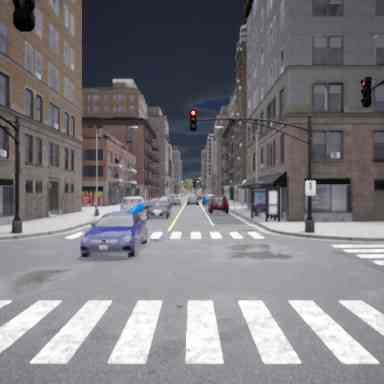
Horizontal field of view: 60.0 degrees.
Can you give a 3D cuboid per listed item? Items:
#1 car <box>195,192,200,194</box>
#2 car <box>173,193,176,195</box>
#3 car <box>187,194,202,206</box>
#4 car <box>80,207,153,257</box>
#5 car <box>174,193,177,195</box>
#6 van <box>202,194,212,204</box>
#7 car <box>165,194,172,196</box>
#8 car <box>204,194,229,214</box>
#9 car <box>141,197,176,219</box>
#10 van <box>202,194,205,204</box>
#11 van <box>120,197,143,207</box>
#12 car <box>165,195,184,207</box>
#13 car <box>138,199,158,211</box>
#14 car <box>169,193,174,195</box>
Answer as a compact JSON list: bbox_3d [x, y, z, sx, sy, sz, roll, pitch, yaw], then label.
[{"bbox_3d":[2.439,1.303,84.926,2.097,1.767,4.553,0,0,0],"label":"car"},{"bbox_3d":[-5.244,1.523,73.270,1.947,1.339,4.313,0,0,0],"label":"car"},{"bbox_3d":[0.171,1.533,55.527,1.994,1.385,4.181,0,0,1],"label":"car"},{"bbox_3d":[-2.831,1.522,13.000,1.812,1.442,4.674,0,0,0],"label":"car"},{"bbox_3d":[-5.232,1.269,78.676,2.192,1.841,5.009,0,0,0],"label":"car"},{"bbox_3d":[2.809,1.306,62.442,1.690,1.788,3.998,0,0,0],"label":"van"},{"bbox_3d":[-5.270,1.490,62.289,1.752,1.417,4.829,0,0,0],"label":"car"},{"bbox_3d":[2.777,1.296,35.411,2.192,1.841,5.009,0,0,0],"label":"car"},{"bbox_3d":[-2.792,1.476,28.998,2.128,1.511,4.902,0,0,0],"label":"car"},{"bbox_3d":[2.796,1.312,51.629,1.690,1.788,3.998,0,0,0],"label":"van"},{"bbox_3d":[-5.347,1.325,30.020,1.690,1.788,3.998,0,0,0],"label":"van"},{"bbox_3d":[-2.713,1.536,51.183,1.994,1.385,4.181,0,0,0],"label":"car"},{"bbox_3d":[-5.321,1.544,40.833,1.947,1.339,4.313,0,0,0],"label":"car"},{"bbox_3d":[-5.257,1.512,67.864,2.008,1.369,4.403,0,0,0],"label":"car"}]
